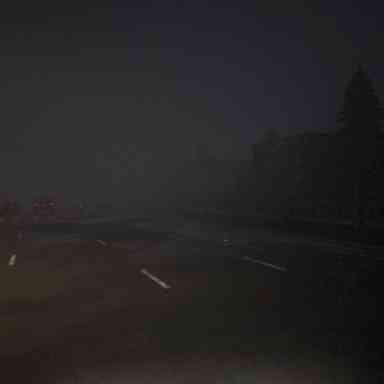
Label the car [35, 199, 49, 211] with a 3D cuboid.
[{"bbox_3d":[-22.478,1.946,49.764,1.882,1.535,5.008,-1,0,-25],"label":"car"}]

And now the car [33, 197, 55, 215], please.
[{"bbox_3d":[-17.870,1.593,40.201,2.150,2.045,5.566,-1,0,-23],"label":"car"}]

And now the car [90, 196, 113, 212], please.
[{"bbox_3d":[-11.666,1.699,43.451,1.882,1.535,5.008,-1,0,-25],"label":"car"}]

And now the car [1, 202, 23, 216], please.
[{"bbox_3d":[-21.090,1.927,38.819,1.882,1.535,5.008,-1,0,-25],"label":"car"}]

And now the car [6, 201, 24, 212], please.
[{"bbox_3d":[-25.635,2.092,48.260,2.033,1.411,5.357,-1,0,-25],"label":"car"}]

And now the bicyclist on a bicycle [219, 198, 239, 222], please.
[{"bbox_3d":[2.561,1.214,22.889,1.656,1.620,0.582,-2,0,-25],"label":"bicyclist on a bicycle"}]

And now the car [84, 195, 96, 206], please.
[{"bbox_3d":[-16.178,1.538,52.800,2.150,2.045,5.566,-1,0,-25],"label":"car"}]

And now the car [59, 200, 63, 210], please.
[{"bbox_3d":[-19.318,1.884,51.269,2.128,1.511,4.902,-1,0,-25],"label":"car"}]

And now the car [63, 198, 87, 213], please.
[{"bbox_3d":[-14.869,1.825,42.046,1.812,1.442,4.674,-1,0,-24],"label":"car"}]
